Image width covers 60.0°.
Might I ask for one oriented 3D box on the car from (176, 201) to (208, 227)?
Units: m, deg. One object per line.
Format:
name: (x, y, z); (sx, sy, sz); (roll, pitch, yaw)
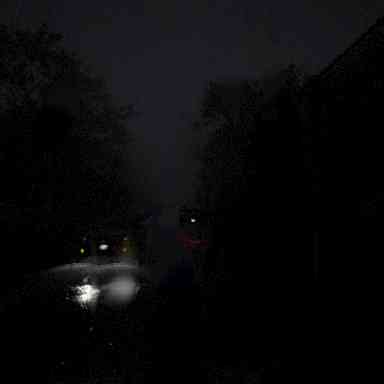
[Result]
car: (0.062, 1.634, 24.073); (1.837, 1.490, 4.892); (0, -1, 0)

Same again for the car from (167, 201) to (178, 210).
car: (-3.023, 2.182, 54.320); (1.882, 1.535, 5.008); (0, -1, 0)

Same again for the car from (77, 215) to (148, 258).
car: (-2.861, 1.596, 12.776); (1.994, 1.385, 4.181); (0, 0, 0)

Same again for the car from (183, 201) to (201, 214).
car: (-0.019, 1.903, 41.795); (2.128, 1.511, 4.902); (0, -1, 0)
